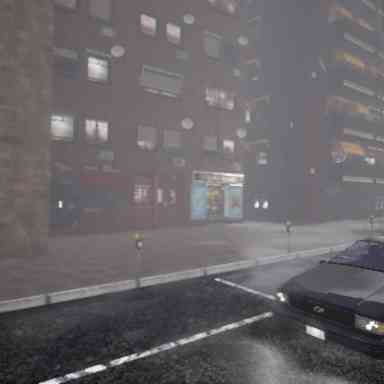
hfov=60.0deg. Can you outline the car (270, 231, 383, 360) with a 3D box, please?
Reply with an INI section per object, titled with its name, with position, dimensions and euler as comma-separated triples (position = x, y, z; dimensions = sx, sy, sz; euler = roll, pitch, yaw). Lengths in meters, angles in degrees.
[car]
position = 3.868, 1.553, 6.138
dimensions = 5.357, 1.411, 2.033
euler = 0, 0, -35
